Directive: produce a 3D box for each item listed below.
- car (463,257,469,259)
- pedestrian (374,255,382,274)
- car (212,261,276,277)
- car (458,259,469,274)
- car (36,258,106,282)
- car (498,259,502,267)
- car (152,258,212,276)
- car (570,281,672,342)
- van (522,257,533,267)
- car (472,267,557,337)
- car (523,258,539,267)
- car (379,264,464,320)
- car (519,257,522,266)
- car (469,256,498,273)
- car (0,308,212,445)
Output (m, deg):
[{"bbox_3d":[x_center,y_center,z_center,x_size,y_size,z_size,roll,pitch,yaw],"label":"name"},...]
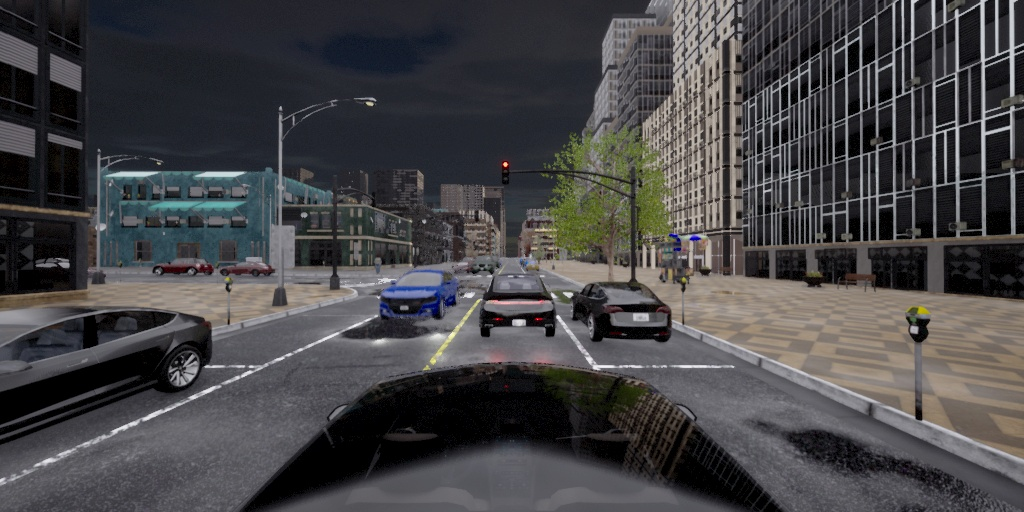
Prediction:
[{"bbox_3d":[-5.668,1.066,47.603,2.192,1.841,5.009,0,0,0],"label":"car"},{"bbox_3d":[-12.734,0.787,34.060,0.375,1.860,0.375,0,-1,-1],"label":"pedestrian"},{"bbox_3d":[-22.807,1.089,30.973,4.207,1.307,1.802,0,0,-1],"label":"car"},{"bbox_3d":[-5.671,1.333,42.052,1.802,1.307,4.207,0,0,0],"label":"car"},{"bbox_3d":[-28.241,0.980,22.519,4.207,1.307,1.802,0,0,-1],"label":"car"},{"bbox_3d":[-3.066,0.974,55.376,2.150,2.045,5.566,0,0,0],"label":"car"},{"bbox_3d":[-28.355,0.878,30.898,4.097,1.591,1.967,0,0,-1],"label":"car"},{"bbox_3d":[2.694,1.316,9.572,1.948,1.339,4.313,0,0,0],"label":"car"},{"bbox_3d":[2.715,1.092,53.153,1.690,1.789,3.998,0,0,0],"label":"van"},{"bbox_3d":[0.115,1.242,10.243,2.128,1.511,4.902,0,0,-1],"label":"car"},{"bbox_3d":[2.712,1.276,47.771,1.751,1.417,4.829,0,0,0],"label":"car"},{"bbox_3d":[-3.094,1.228,12.820,1.882,1.535,5.008,0,0,0],"label":"car"},{"bbox_3d":[2.720,1.303,64.255,2.007,1.370,4.403,0,0,0],"label":"car"},{"bbox_3d":[-3.068,0.972,39.261,2.150,2.045,5.566,0,0,0],"label":"car"},{"bbox_3d":[-5.689,1.316,4.036,1.948,1.339,4.313,0,0,0],"label":"car"}]
